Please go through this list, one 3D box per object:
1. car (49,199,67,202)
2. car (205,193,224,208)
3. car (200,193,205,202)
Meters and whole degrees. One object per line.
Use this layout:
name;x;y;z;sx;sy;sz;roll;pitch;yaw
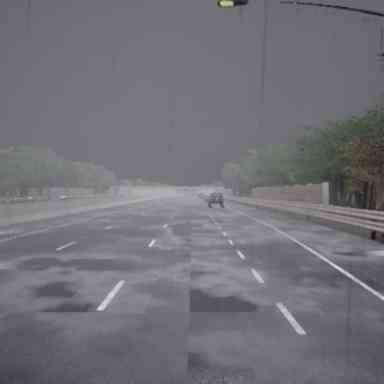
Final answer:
car;-17.536;1.558;43.376;2.033;1.411;5.357;0;0;0
car;3.490;1.139;49.351;2.150;2.045;5.566;0;0;0
car;3.484;1.569;75.862;1.895;1.301;4.718;0;0;0
